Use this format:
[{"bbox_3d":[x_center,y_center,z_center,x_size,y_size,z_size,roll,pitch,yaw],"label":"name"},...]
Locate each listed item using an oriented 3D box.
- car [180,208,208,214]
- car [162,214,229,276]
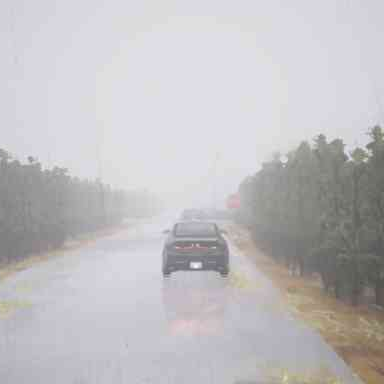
[{"bbox_3d":[0.148,1.997,25.481,2.097,1.767,4.553,0,-1,1],"label":"car"},{"bbox_3d":[0.102,1.664,10.798,1.837,1.490,4.892,0,-2,0],"label":"car"}]
